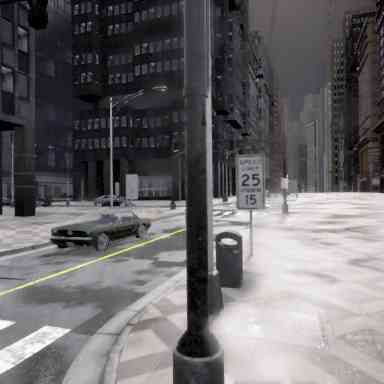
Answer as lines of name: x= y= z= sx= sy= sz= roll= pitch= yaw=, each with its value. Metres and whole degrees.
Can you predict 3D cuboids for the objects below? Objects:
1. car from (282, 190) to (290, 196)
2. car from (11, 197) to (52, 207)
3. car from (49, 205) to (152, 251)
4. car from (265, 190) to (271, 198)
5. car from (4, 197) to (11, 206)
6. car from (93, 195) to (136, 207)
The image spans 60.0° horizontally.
car: x=23.918 y=0.252 z=84.317 sx=1.895 sy=1.301 sz=4.718 roll=-1 pitch=0 yaw=19
car: x=-19.339 y=1.243 z=40.669 sx=4.181 sy=1.385 sz=1.994 roll=-1 pitch=0 yaw=19
car: x=-3.485 y=1.442 z=13.551 sx=1.895 sy=1.301 sz=4.718 roll=-1 pitch=1 yaw=19
car: x=14.684 y=0.429 z=66.601 sx=2.128 sy=1.511 sz=4.902 roll=-1 pitch=1 yaw=19
car: x=-27.384 y=1.339 z=46.802 sx=4.181 sy=1.385 sz=1.994 roll=-1 pitch=0 yaw=20
car: x=-8.584 y=1.065 z=36.965 sx=4.902 sy=1.511 sz=2.128 roll=-1 pitch=0 yaw=19
